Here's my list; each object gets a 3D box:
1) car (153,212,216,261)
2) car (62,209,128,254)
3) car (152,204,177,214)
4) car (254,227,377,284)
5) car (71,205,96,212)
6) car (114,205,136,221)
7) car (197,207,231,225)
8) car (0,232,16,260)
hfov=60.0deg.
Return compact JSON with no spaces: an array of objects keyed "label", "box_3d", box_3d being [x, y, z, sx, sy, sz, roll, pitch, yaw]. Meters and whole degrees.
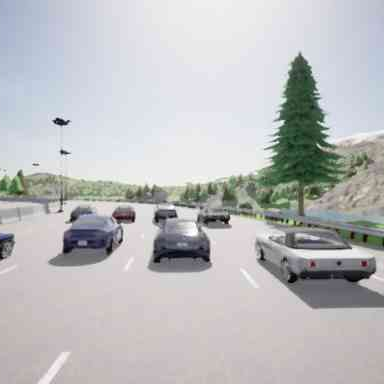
[{"label":"car","box_3d":[-0.437,1.683,12.750,1.994,1.385,4.181,0,0,-4]},{"label":"car","box_3d":[-4.022,1.651,14.002,1.812,1.442,4.674,0,0,-4]},{"label":"car","box_3d":[-2.363,1.760,28.968,2.128,1.511,4.902,0,0,-9]},{"label":"car","box_3d":[3.249,1.699,9.917,1.895,1.301,4.718,0,-1,-3]},{"label":"car","box_3d":[-9.598,1.829,29.795,1.994,1.385,4.181,0,0,-10]},{"label":"car","box_3d":[-6.069,1.835,29.897,1.994,1.385,4.181,0,0,-10]},{"label":"car","box_3d":[1.590,1.849,26.375,1.895,1.301,4.718,0,-1,-8]},{"label":"car","box_3d":[-7.265,1.686,10.050,1.895,1.301,4.718,0,-1,-3]}]
